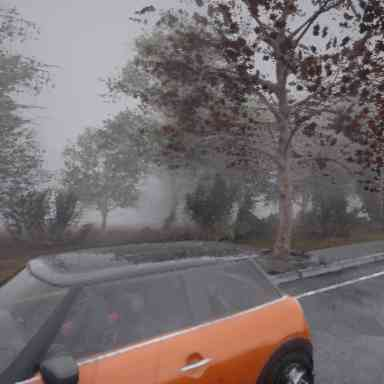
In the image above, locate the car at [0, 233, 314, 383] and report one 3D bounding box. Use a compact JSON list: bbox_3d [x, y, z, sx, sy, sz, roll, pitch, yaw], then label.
[{"bbox_3d":[-0.982,1.354,2.983,4.553,1.767,2.097,0,0,-35],"label":"car"}]
